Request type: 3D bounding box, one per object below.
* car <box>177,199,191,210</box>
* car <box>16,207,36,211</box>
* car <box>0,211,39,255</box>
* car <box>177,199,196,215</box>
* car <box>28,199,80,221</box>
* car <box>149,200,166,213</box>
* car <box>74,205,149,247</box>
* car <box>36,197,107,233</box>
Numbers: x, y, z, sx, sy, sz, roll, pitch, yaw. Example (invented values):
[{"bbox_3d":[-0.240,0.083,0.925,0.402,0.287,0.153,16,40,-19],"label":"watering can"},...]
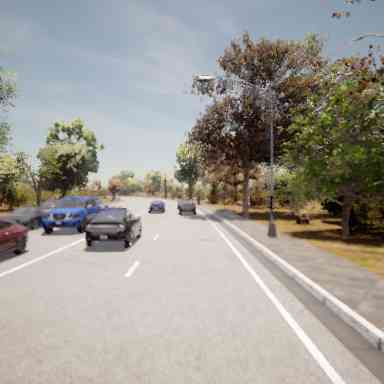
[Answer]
[{"bbox_3d":[-1.228,1.762,48.801,1.812,1.442,4.674,0,0,-4],"label":"car"},{"bbox_3d":[-10.712,1.675,21.900,1.994,1.385,4.181,0,0,-1],"label":"car"},{"bbox_3d":[-7.134,1.582,10.989,1.812,1.442,4.674,0,0,0],"label":"car"},{"bbox_3d":[-0.554,1.666,36.873,2.128,1.511,4.902,0,-1,-3],"label":"car"},{"bbox_3d":[-10.769,1.312,26.399,2.128,1.511,4.902,0,0,-1],"label":"car"},{"bbox_3d":[-4.238,1.725,40.785,1.812,1.442,4.674,0,0,-3],"label":"car"},{"bbox_3d":[-3.483,1.569,15.446,2.128,1.511,4.902,0,0,-1],"label":"car"},{"bbox_3d":[-7.203,1.325,20.636,2.150,2.045,5.566,0,0,-1],"label":"car"}]
